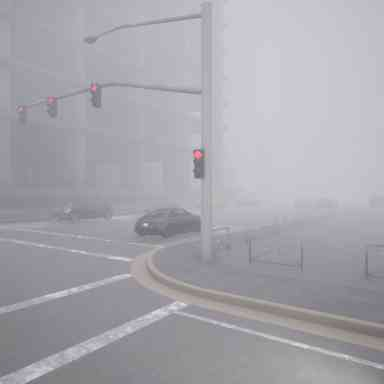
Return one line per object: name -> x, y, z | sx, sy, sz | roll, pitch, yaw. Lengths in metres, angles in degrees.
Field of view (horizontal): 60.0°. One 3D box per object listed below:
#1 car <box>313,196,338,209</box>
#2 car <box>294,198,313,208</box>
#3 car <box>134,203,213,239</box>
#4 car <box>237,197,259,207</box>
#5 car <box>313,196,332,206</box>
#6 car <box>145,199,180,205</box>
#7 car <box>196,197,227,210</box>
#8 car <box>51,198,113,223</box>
car -> 17.889, 1.509, 43.870 | 1.994, 1.385, 4.181 | 0, 0, 35
car -> 16.116, 1.509, 47.425 | 1.994, 1.385, 4.181 | 0, 0, 35
car -> -1.016, 1.508, 17.178 | 1.994, 1.385, 4.181 | 0, 0, 35
car -> 8.264, 1.470, 48.729 | 1.812, 1.442, 4.674 | 0, 0, 36
car -> 21.864, 1.422, 55.539 | 1.882, 1.535, 5.008 | 0, 0, 35
car -> -3.052, 1.436, 32.829 | 2.128, 1.511, 4.902 | 0, 0, 35
car -> 2.401, 1.422, 40.515 | 1.882, 1.535, 5.008 | 0, 0, 36
car -> -8.317, 1.297, 25.406 | 2.097, 1.767, 4.553 | 0, 0, 36
